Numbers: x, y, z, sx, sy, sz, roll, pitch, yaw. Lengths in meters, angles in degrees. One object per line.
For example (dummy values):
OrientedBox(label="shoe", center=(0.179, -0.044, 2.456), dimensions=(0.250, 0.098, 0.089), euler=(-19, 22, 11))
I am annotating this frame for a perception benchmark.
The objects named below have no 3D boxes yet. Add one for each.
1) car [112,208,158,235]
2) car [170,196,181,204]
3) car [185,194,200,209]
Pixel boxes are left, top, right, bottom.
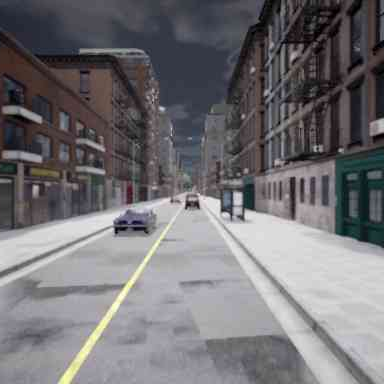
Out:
OrientedBox(label="car", center=(-3.104, 1.572, 18.811), dimensions=(1.895, 1.301, 4.718), euler=(0, 0, 0))
OrientedBox(label="car", center=(-3.038, 1.432, 60.898), dimensions=(1.812, 1.442, 4.674), euler=(0, 0, 0))
OrientedBox(label="car", center=(0.065, 1.414, 43.315), dimensions=(1.882, 1.535, 5.008), euler=(0, 0, 0))
